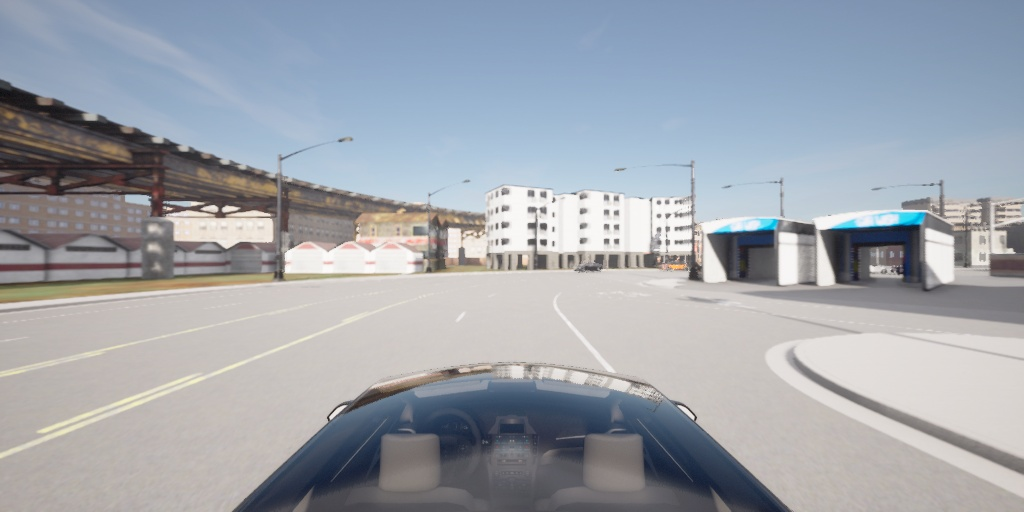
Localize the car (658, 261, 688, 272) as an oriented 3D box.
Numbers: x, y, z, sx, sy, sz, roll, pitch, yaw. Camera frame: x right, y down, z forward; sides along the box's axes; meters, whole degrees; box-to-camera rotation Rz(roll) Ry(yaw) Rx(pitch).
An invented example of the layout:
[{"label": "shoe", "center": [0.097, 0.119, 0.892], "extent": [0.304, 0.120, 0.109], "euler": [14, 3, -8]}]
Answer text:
[{"label": "car", "center": [26.320, 1.617, 58.867], "extent": [4.553, 1.767, 2.097], "euler": [0, 0, -11]}]

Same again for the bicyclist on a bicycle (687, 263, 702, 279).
[{"label": "bicyclist on a bicycle", "center": [17.471, 1.342, 34.140], "extent": [0.582, 1.620, 1.656], "euler": [0, -1, -34]}]

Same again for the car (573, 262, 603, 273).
[{"label": "car", "center": [11.289, 1.706, 53.469], "extent": [4.902, 1.511, 2.128], "euler": [0, -1, -28]}]
